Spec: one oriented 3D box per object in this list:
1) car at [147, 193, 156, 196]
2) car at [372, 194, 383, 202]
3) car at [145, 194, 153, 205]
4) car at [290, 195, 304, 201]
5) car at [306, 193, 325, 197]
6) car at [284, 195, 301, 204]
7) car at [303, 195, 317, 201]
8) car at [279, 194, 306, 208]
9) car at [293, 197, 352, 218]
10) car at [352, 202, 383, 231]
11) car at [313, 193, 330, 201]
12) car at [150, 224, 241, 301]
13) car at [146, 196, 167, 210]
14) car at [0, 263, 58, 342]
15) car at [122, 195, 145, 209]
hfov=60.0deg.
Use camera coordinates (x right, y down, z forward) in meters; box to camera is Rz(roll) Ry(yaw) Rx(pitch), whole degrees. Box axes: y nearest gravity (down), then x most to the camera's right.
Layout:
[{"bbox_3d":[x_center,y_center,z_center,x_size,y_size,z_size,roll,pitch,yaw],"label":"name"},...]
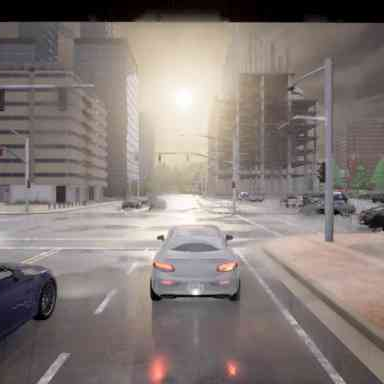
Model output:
[{"bbox_3d":[-8.183,1.221,65.841,2.150,2.045,5.566,0,0,-1],"label":"car"},{"bbox_3d":[35.496,1.153,61.866,1.932,1.855,4.605,0,0,0],"label":"car"},{"bbox_3d":[-8.148,1.478,55.261,1.882,1.535,5.008,0,0,0],"label":"car"},{"bbox_3d":[24.299,1.395,76.827,1.970,1.475,3.806,0,0,0],"label":"car"},{"bbox_3d":[15.972,1.156,44.221,1.905,1.878,3.866,0,0,0],"label":"car"},{"bbox_3d":[18.599,1.395,61.700,1.970,1.475,3.806,0,0,0],"label":"car"},{"bbox_3d":[27.194,1.364,76.840,1.784,1.438,3.905,0,0,0],"label":"car"},{"bbox_3d":[13.077,1.153,44.262,1.932,1.855,4.605,0,0,0],"label":"car"},{"bbox_3d":[12.107,1.491,30.027,4.902,1.511,2.128,0,0,0],"label":"car"},{"bbox_3d":[12.325,1.505,19.327,4.892,1.490,1.837,0,0,0],"label":"car"},{"bbox_3d":[29.877,1.153,76.902,1.932,1.855,4.605,0,0,0],"label":"car"},{"bbox_3d":[0.073,1.526,8.220,1.812,1.442,4.674,0,0,0],"label":"car"},{"bbox_3d":[-4.427,1.564,43.929,1.994,1.385,4.181,0,0,0],"label":"car"},{"bbox_3d":[-3.441,1.526,4.346,1.812,1.442,4.674,0,0,0],"label":"car"},{"bbox_3d":[-8.074,1.352,44.810,2.097,1.767,4.553,0,0,0],"label":"car"}]
